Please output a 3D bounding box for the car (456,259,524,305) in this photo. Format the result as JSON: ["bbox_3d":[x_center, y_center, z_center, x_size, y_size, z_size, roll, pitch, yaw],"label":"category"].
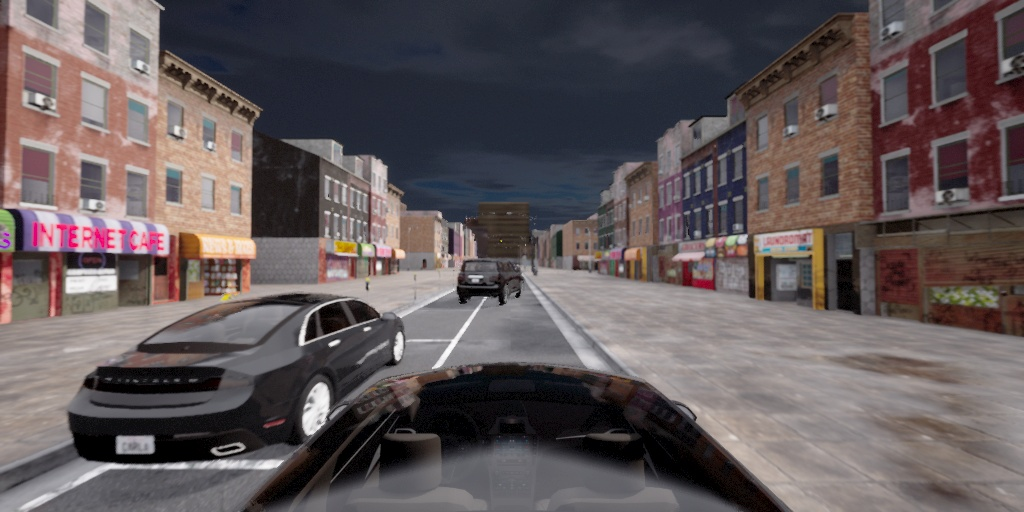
[{"bbox_3d":[-0.927,1.170,17.669,2.150,2.045,5.566,0,-1,13],"label":"car"}]

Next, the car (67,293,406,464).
[{"bbox_3d":[-3.026,1.297,5.302,1.837,1.490,4.892,0,-1,0],"label":"car"}]
